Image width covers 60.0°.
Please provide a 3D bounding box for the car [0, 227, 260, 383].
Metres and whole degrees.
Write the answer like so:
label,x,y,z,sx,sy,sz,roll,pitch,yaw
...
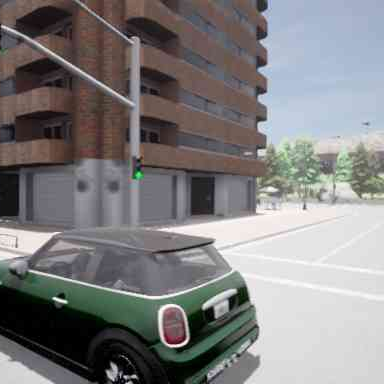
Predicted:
label,x,y,z,sx,sy,sz,roll,pitch,yaw
car,-1.394,1.322,4.987,4.553,1.767,2.097,1,0,36
